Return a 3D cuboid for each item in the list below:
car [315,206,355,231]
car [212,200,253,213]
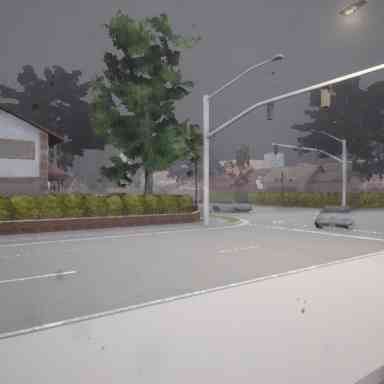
[{"bbox_3d":[9.011,1.551,20.731,1.895,1.301,4.718,0,0,28],"label":"car"},{"bbox_3d":[4.264,1.512,35.721,1.895,1.301,4.718,0,0,-36],"label":"car"}]
